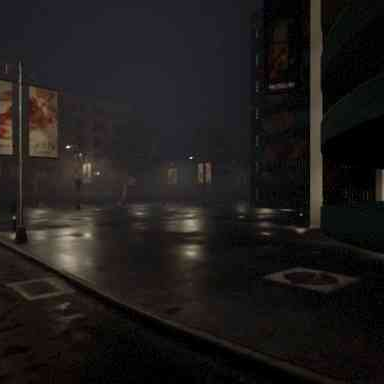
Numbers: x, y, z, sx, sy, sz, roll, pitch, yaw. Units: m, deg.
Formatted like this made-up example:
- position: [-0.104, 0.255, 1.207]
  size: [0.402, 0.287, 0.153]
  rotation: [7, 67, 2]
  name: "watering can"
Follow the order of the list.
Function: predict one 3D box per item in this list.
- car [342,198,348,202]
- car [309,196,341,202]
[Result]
- position: [22.110, 1.403, 51.046]
  size: [4.786, 1.482, 2.161]
  rotation: [0, 0, -41]
  name: "car"
- position: [15.580, 1.312, 39.951]
  size: [4.674, 1.452, 2.002]
  rotation: [0, 0, -41]
  name: "car"
